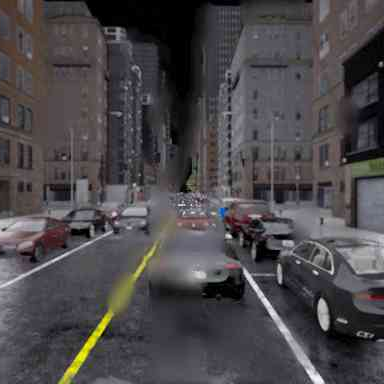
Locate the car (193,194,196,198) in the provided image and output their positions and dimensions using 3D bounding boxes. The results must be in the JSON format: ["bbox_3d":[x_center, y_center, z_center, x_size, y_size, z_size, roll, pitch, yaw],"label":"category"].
[{"bbox_3d":[2.044,1.583,89.515,1.802,1.307,4.206,0,0,-1],"label":"car"}]

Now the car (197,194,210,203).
[{"bbox_3d":[2.549,1.425,66.904,1.967,1.590,4.097,0,0,-1],"label":"car"}]

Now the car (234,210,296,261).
[{"bbox_3d":[2.854,1.558,11.967,1.947,1.339,4.313,0,0,0],"label":"car"}]

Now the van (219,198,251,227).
[{"bbox_3d":[2.850,1.327,23.014,1.690,1.788,3.998,0,0,0],"label":"van"}]

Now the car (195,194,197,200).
[{"bbox_3d":[2.297,1.572,78.211,1.802,1.307,4.206,0,0,-1],"label":"car"}]

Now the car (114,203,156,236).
[{"bbox_3d":[-3.076,1.514,18.625,1.812,1.442,4.674,0,0,0],"label":"car"}]

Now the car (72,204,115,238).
[{"bbox_3d":[-5.674,1.555,17.481,1.947,1.339,4.313,0,0,0],"label":"car"}]

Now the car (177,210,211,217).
[{"bbox_3d":[0.094,1.590,17.956,1.895,1.301,4.718,0,0,0],"label":"car"}]

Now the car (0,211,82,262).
[{"bbox_3d":[-5.672,1.575,11.956,1.802,1.307,4.206,0,0,0],"label":"car"}]

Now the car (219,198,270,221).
[{"bbox_3d":[2.852,1.304,17.491,2.192,1.841,5.009,0,0,0],"label":"car"}]

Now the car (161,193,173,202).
[{"bbox_3d":[-6.226,1.430,78.030,1.967,1.590,4.097,0,0,-1],"label":"car"}]

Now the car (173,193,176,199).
[{"bbox_3d":[-6.606,1.330,94.991,2.192,1.841,5.009,0,0,-1],"label":"car"}]

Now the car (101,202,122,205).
[{"bbox_3d":[-5.676,1.426,23.006,1.967,1.590,4.097,0,0,0],"label":"car"}]

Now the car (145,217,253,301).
[{"bbox_3d":[0.098,1.559,8.356,1.994,1.385,4.181,0,0,0],"label":"car"}]

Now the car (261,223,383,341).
[{"bbox_3d":[2.856,1.547,6.443,2.008,1.369,4.403,0,0,0],"label":"car"}]
